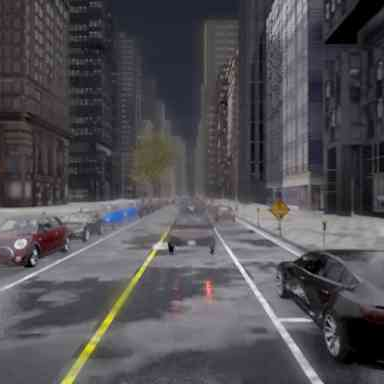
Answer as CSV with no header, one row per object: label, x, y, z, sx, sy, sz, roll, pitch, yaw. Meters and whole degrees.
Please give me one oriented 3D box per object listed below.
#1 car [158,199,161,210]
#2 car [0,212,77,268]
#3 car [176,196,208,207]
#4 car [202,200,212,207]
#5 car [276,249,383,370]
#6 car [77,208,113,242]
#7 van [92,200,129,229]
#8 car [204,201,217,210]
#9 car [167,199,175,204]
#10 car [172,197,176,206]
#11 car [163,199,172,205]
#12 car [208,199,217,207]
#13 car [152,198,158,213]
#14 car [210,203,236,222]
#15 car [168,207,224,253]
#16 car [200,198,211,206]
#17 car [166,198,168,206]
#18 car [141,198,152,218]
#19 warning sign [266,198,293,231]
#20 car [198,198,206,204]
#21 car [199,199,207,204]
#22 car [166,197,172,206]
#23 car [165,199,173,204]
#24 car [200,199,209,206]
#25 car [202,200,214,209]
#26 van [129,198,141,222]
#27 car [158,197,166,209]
car,-5.771,1.998,45.523,1.947,1.339,4.313,0,-1,0
car,-5.765,1.549,11.460,1.967,1.590,4.097,0,-1,0
car,-0.005,1.492,29.035,2.150,2.045,5.566,0,0,0
car,2.750,2.179,62.563,1.802,1.307,4.206,0,-1,0
car,2.761,1.621,5.790,1.947,1.339,4.313,0,-1,0
car,-5.766,1.713,17.137,2.008,1.369,4.403,0,-1,0
van,-5.767,1.557,22.816,1.690,1.788,3.998,0,-1,0
car,2.752,2.069,51.209,1.802,1.307,4.206,0,-1,0
car,-5.780,2.463,90.940,1.802,1.307,4.206,0,-1,0
car,-3.013,2.203,71.008,2.128,1.511,4.902,0,-1,0
car,-5.778,2.290,79.416,1.752,1.417,4.829,0,-1,0
car,2.754,1.929,39.854,2.008,1.369,4.403,0,-1,0
car,-5.771,1.693,39.848,2.192,1.841,5.009,0,-1,0
car,2.757,1.852,28.499,1.802,1.307,4.206,0,-1,0
car,0.001,1.628,14.290,2.128,1.511,4.902,0,0,0
car,2.749,2.093,68.242,1.967,1.590,4.097,0,-1,0
car,-5.774,2.092,56.877,2.008,1.369,4.403,0,-1,0
car,-5.770,1.639,34.171,2.192,1.841,5.009,0,-1,0
warning sign,5.065,1.298,19.302,1.300,1.860,1.060,0,0,0
car,2.745,2.322,90.951,1.967,1.590,4.097,0,-1,0
car,2.746,2.375,85.273,2.008,1.369,4.403,0,-1,0
car,-5.776,1.968,68.233,2.192,1.841,5.009,0,-1,0
car,-5.779,2.406,85.263,1.802,1.307,4.206,0,-1,0
car,2.748,2.276,73.918,1.947,1.339,4.313,0,-1,0
car,2.751,2.069,57.057,1.752,1.417,4.829,0,-1,0
van,-5.769,1.611,28.494,1.690,1.788,3.998,0,-1,0
car,-5.773,1.801,51.202,2.192,1.841,5.009,0,-1,0
